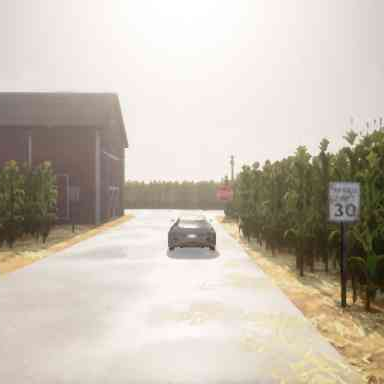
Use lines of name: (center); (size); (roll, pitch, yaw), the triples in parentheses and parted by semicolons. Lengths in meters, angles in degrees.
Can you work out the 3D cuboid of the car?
car: (0.000, 1.658, 14.654); (1.994, 1.385, 4.181); (0, 0, 0)
